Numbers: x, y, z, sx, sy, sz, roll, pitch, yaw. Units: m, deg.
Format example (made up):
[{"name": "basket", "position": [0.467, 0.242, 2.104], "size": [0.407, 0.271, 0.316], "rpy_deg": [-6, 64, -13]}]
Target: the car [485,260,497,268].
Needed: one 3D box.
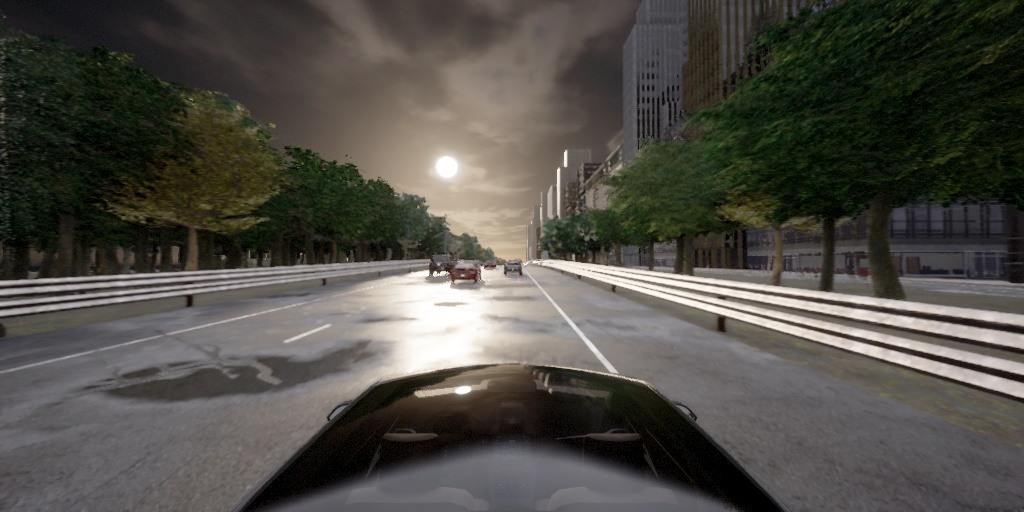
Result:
[{"name": "car", "position": [-3.396, 1.332, 57.903], "size": [1.895, 1.301, 4.718], "rpy_deg": [0, 0, 0]}]

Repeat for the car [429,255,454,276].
[{"name": "car", "position": [-6.898, 0.894, 36.455], "size": [2.150, 2.045, 5.566], "rpy_deg": [0, 0, 0]}]

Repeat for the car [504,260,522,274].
[{"name": "car", "position": [0.103, 1.158, 38.648], "size": [2.128, 1.511, 4.902], "rpy_deg": [0, 0, 0]}]

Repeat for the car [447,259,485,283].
[{"name": "car", "position": [-3.399, 1.178, 27.251], "size": [1.882, 1.535, 5.008], "rpy_deg": [0, 0, 0]}]
